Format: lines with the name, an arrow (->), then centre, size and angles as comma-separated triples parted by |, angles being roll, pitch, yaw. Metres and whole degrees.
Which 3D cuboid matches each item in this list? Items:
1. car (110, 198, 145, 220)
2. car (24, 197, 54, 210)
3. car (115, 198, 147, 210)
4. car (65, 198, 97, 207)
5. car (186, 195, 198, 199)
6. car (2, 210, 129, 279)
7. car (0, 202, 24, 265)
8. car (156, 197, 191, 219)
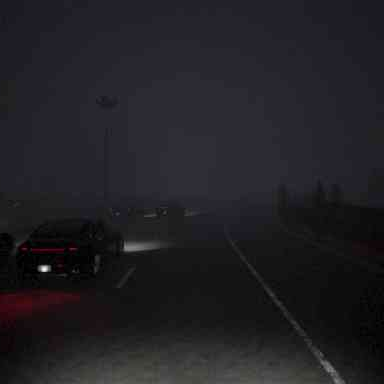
car -> -5.495, 1.541, 28.555 | 1.812, 1.442, 4.674 | 0, 0, 9
car -> -18.001, 1.405, 38.023 | 2.097, 1.767, 4.553 | 0, 0, 14
car -> -8.416, 1.589, 46.239 | 2.033, 1.411, 5.357 | 0, 0, 19
car -> -13.645, 1.540, 40.971 | 2.128, 1.511, 4.902 | 0, 0, 16
car -> -0.515, 1.435, 76.060 | 2.097, 1.767, 4.553 | 0, 0, 34
car -> -3.387, 1.514, 10.078 | 1.837, 1.490, 4.892 | 0, 0, 0
car -> -6.895, 1.230, 8.581 | 2.150, 2.045, 5.566 | 0, 0, 0
car -> -1.791, 1.500, 29.490 | 2.128, 1.511, 4.902 | 0, 0, 10
